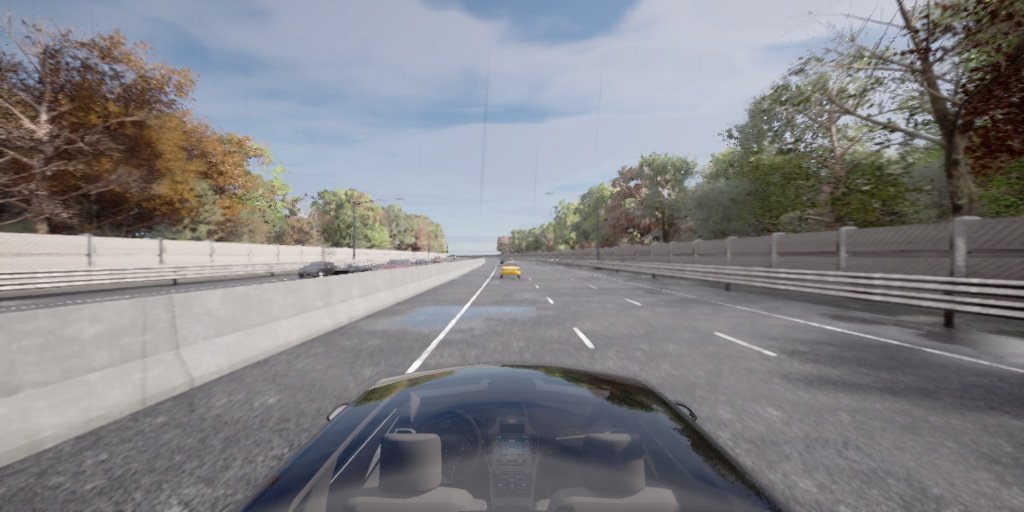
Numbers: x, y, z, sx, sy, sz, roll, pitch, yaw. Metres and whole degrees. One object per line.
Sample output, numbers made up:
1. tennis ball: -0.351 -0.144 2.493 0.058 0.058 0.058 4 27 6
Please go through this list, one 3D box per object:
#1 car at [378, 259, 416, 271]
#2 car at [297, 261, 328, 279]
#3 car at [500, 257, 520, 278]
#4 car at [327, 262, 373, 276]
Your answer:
1. car: -10.854 1.096 33.633 2.097 1.767 4.553 0 0 -1
2. car: -17.848 1.262 33.293 1.837 1.490 4.892 0 0 -1
3. car: -0.183 1.180 33.587 1.801 1.575 5.366 0 0 -1
4. car: -14.331 1.353 32.335 1.895 1.301 4.718 0 0 -1
